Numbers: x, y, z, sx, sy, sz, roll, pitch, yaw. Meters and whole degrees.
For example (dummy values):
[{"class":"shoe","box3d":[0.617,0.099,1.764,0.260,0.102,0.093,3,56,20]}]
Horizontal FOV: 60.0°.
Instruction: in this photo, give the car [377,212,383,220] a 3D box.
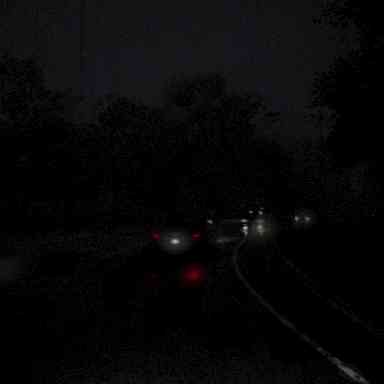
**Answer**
[{"class":"car","box3d":[35.057,4.425,60.243,1.895,1.301,4.718,-1,-5,41]}]

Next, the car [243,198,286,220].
[{"class":"car","box3d":[7.097,1.554,32.147,2.150,2.045,5.566,-1,-3,40]}]

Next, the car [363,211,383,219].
[{"class":"car","box3d":[28.371,3.734,52.200,2.033,1.411,5.357,-1,-5,40]}]

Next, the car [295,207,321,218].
[{"class":"car","box3d":[14.189,2.481,40.674,1.994,1.385,4.181,-1,-5,40]}]

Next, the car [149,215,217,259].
[{"class":"car","box3d":[-0.190,1.584,12.799,1.994,1.385,4.181,-1,0,10]}]

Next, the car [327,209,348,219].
[{"class":"car","box3d":[21.869,3.299,49.923,1.837,1.490,4.892,-1,-5,40]}]
